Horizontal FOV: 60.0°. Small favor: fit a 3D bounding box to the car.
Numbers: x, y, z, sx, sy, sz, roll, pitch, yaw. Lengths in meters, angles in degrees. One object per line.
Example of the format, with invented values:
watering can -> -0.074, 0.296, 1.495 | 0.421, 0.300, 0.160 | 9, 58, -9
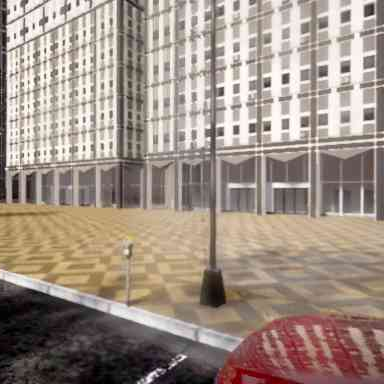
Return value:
car -> 2.337, 1.318, 1.202 | 5.009, 1.841, 2.192 | 0, 0, 36
